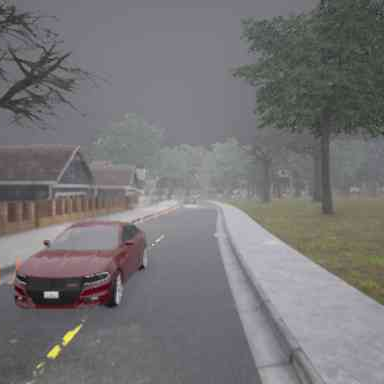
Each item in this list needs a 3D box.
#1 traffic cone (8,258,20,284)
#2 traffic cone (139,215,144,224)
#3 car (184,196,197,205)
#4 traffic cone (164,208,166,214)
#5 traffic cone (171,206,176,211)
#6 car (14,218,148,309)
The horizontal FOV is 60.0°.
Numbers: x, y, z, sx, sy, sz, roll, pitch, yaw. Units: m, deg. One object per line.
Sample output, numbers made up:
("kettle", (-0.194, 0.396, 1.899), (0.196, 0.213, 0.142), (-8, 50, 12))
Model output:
("traffic cone", (-4.311, 1.936, 8.253), (0.340, 0.580, 0.340), (0, 0, 2))
("traffic cone", (-3.521, 1.908, 23.353), (0.340, 0.580, 0.340), (0, 0, 4))
("car", (-0.336, 1.512, 60.552), (2.128, 1.511, 4.902), (0, 0, -7))
("traffic cone", (-2.682, 1.902, 33.316), (0.340, 0.580, 0.340), (0, 0, 4))
("traffic cone", (-2.347, 1.906, 38.266), (0.340, 0.580, 0.340), (0, 0, 3))
("car", (-2.301, 1.461, 8.109), (1.882, 1.535, 5.008), (0, 0, 2))
